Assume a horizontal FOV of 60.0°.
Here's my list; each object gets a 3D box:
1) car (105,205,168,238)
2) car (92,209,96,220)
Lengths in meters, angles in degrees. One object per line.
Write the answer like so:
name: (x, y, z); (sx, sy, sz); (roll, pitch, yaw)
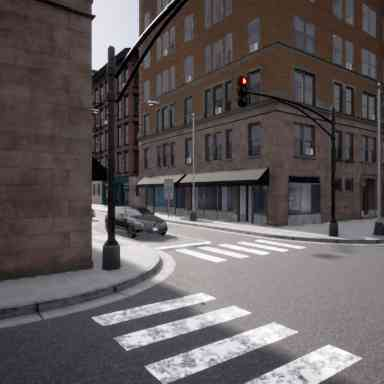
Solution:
car: (-3.048, 1.436, 17.282); (1.812, 1.442, 4.674); (0, 0, -35)
car: (-9.177, 1.393, 25.876); (2.033, 1.411, 5.357); (0, 0, -36)
